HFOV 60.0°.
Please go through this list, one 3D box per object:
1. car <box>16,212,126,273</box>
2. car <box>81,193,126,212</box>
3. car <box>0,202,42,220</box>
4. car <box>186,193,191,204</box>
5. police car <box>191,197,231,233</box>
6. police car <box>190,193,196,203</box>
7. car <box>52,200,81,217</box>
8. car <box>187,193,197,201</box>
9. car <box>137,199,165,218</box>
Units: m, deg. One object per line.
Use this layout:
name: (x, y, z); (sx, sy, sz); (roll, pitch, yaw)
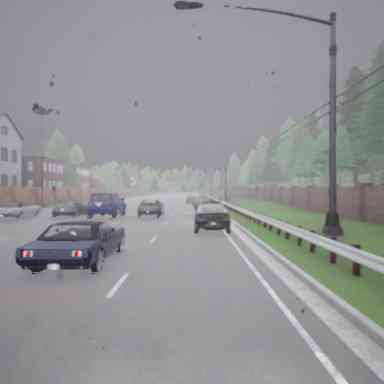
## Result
car: (-3.400, 1.538, 10.394); (1.895, 1.301, 4.718); (0, 0, 0)
car: (-6.902, 1.058, 27.289); (2.150, 2.045, 5.566); (0, 0, 0)
car: (-13.903, 1.442, 26.623); (1.895, 1.301, 4.718); (0, 0, 0)
car: (-0.003, 1.239, 54.383); (1.994, 1.385, 4.181); (0, 0, 0)
police car: (1.048, 1.312, 18.811); (1.930, 1.638, 5.238); (0, 0, 0)
police car: (1.047, 1.217, 34.810); (1.930, 1.638, 5.238); (0, 0, 0)
car: (-10.402, 1.392, 28.696); (1.994, 1.385, 4.181); (0, 0, 0)
car: (-0.004, 0.944, 69.440); (1.882, 1.535, 5.008); (0, 0, 0)
car: (-3.401, 1.323, 28.141); (2.128, 1.511, 4.902); (0, 0, 0)
